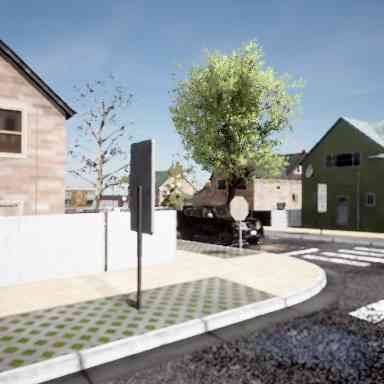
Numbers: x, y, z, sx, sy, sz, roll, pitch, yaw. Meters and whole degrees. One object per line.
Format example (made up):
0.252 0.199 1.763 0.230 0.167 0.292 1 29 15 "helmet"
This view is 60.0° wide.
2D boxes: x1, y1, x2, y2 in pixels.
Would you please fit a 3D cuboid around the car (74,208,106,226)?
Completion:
-10.197 2.739 34.646 2.128 1.511 4.902 1 -3 -35 "car"

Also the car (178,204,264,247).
1.355 1.703 18.162 2.150 2.045 5.566 1 -2 -35 "car"

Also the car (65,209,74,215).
-19.704 3.432 53.153 2.097 1.767 4.553 1 -3 -35 "car"
